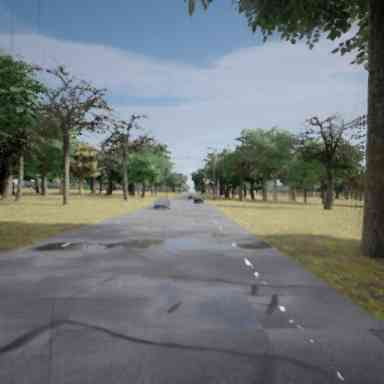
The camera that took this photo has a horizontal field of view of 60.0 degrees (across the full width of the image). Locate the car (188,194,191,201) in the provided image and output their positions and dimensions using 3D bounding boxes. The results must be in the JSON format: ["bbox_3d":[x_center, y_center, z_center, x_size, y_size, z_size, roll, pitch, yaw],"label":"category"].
[{"bbox_3d":[-0.067,1.241,78.658,1.837,1.490,4.892,0,0,0],"label":"car"}]

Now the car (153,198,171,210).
[{"bbox_3d":[-3.622,1.455,40.836,2.033,1.411,5.357,0,0,0],"label":"car"}]

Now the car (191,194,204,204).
[{"bbox_3d":[1.172,1.385,61.662,1.837,1.490,4.892,0,0,0],"label":"car"}]
